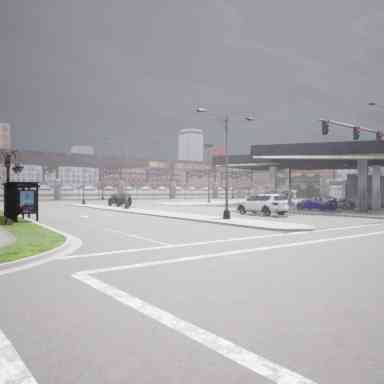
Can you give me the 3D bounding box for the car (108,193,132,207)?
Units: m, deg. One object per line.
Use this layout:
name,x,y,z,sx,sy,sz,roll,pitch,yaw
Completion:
car,-11.347,1.222,52.236,2.150,2.045,5.566,0,0,-35

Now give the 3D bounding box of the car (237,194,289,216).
car,6.791,1.221,32.329,2.150,2.045,5.566,0,0,-34

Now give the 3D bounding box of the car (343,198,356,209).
car,18.617,1.456,42.259,1.970,1.475,3.806,0,0,-35

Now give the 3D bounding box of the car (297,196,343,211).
car,14.343,1.295,38.345,2.242,1.667,4.611,0,0,-35
